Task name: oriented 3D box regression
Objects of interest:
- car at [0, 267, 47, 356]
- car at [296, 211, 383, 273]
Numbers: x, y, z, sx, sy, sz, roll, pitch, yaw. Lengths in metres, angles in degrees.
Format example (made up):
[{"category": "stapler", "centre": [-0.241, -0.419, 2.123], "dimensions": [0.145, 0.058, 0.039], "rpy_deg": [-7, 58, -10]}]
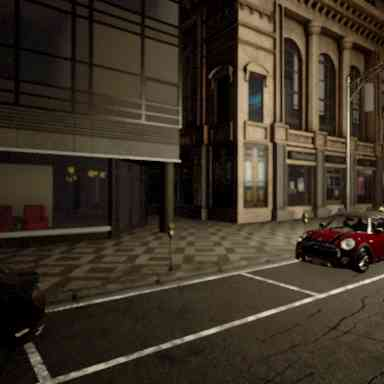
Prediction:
[{"category": "car", "centre": [-4.084, 1.559, 3.844], "dimensions": [4.403, 1.369, 2.008], "rpy_deg": [0, 1, -35]}, {"category": "car", "centre": [5.080, 1.368, 10.368], "dimensions": [4.097, 1.590, 1.967], "rpy_deg": [-1, 1, -35]}]
